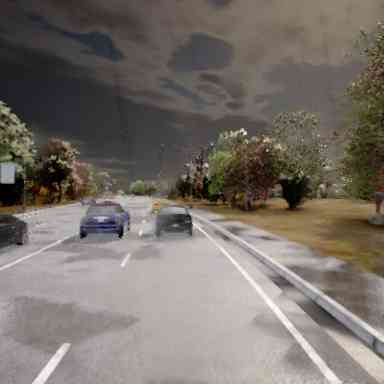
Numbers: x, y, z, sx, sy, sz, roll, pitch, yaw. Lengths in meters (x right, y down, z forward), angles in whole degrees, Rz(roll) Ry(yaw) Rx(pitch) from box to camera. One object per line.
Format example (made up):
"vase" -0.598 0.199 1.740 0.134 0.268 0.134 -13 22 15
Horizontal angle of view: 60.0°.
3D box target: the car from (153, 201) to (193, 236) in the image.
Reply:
"car" -1.058 1.481 18.623 1.882 1.535 5.008 0 0 -5

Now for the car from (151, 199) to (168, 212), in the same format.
"car" -3.445 1.486 36.861 1.882 1.535 5.008 0 0 -9

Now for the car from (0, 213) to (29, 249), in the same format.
"car" -7.720 1.543 12.466 1.812 1.442 4.674 0 0 -5

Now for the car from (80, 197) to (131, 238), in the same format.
"car" -4.513 1.362 17.905 2.097 1.767 4.553 0 0 -5
